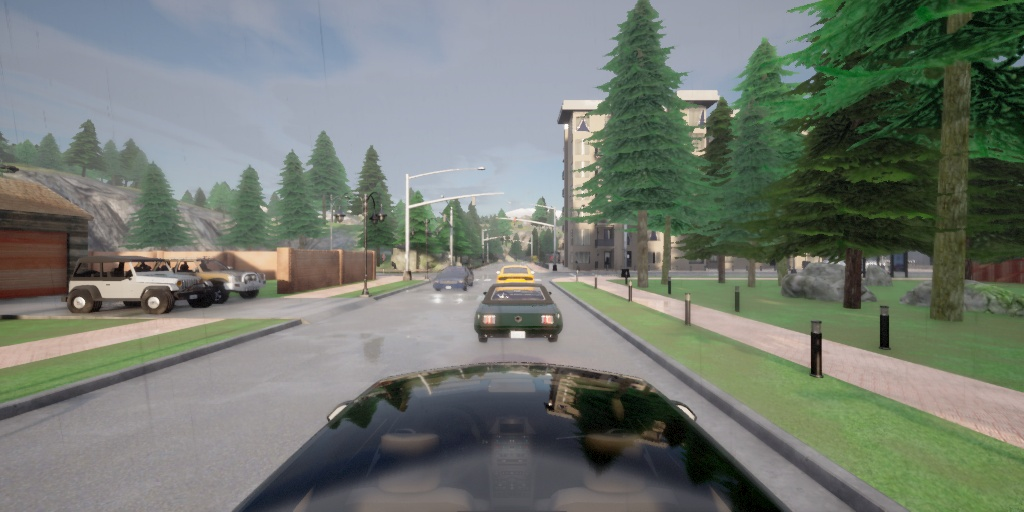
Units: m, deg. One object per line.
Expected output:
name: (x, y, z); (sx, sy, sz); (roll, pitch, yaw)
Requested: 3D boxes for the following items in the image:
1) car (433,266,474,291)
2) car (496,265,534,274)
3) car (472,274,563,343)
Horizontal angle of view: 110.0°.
car: (-3.406, 1.297, 21.965); (2.033, 1.411, 5.357); (0, 0, 0)
car: (0.180, 1.228, 19.017); (1.882, 1.535, 5.008); (0, 0, 0)
car: (0.148, 1.351, 9.677); (1.895, 1.301, 4.718); (0, 0, 0)
